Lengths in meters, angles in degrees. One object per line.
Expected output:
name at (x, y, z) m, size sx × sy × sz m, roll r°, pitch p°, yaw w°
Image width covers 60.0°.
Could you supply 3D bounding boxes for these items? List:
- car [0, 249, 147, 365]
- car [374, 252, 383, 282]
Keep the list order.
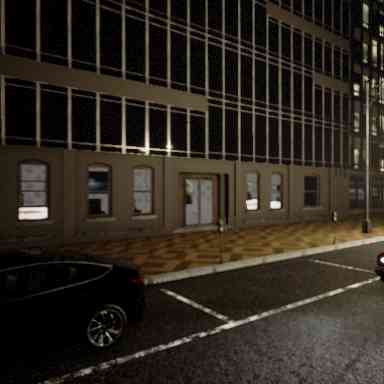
car at (-2.719, 1.565, 4.618) m, size 4.313 × 1.339 × 1.947 m, roll 0°, pitch 0°, yaw -36°
car at (6.338, 1.555, 7.902) m, size 4.718 × 1.301 × 1.895 m, roll 0°, pitch 0°, yaw -36°
